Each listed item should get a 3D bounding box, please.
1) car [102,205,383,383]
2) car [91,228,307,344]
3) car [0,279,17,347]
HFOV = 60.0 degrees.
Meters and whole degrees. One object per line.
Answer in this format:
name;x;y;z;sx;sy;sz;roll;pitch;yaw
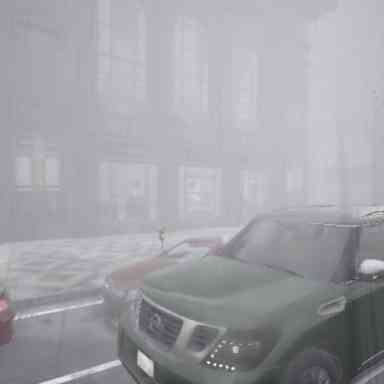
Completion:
car;1.822;1.244;4.671;5.566;2.045;2.150;0;0;-35
car;0.304;1.604;6.858;4.206;1.307;1.802;0;0;-35
car;-4.275;1.573;3.602;4.206;1.307;1.802;0;0;-35
